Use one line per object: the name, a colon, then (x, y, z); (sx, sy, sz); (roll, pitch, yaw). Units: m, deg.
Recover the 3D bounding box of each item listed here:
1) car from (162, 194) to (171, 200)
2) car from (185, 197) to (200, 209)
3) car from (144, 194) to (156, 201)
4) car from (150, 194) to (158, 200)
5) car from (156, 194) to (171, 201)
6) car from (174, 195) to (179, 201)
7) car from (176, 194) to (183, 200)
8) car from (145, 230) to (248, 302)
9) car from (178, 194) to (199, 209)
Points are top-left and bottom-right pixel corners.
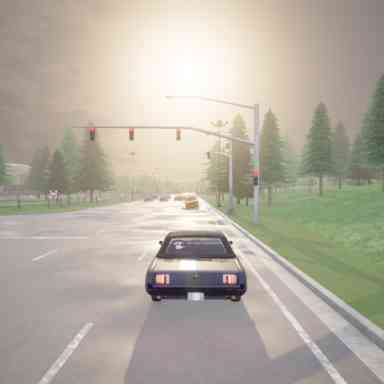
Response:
car: (-6.835, 1.372, 90.954); (2.033, 1.411, 5.357); (0, 0, 0)
car: (0.084, 1.590, 49.899); (2.033, 1.411, 5.357); (0, 2, 0)
car: (-10.354, 1.531, 80.541); (2.033, 1.411, 5.357); (0, 0, 0)
car: (-10.335, 1.332, 90.961); (1.837, 1.490, 4.892); (0, 0, 0)
car: (-6.854, 1.531, 80.534); (2.033, 1.411, 5.357); (0, 0, 0)
car: (-3.353, 1.544, 80.945); (1.994, 1.385, 4.181); (0, 0, 0)
car: (-3.335, 1.356, 90.948); (1.812, 1.442, 4.674); (0, 0, 0)
car: (0.094, 1.601, 8.234); (1.895, 1.301, 4.718); (0, 0, 0)
car: (-0.269, 1.060, 46.507); (1.882, 1.535, 5.008); (-11, 16, -5)
